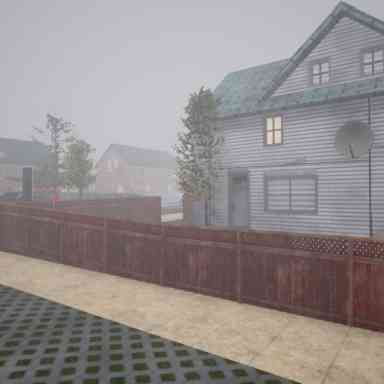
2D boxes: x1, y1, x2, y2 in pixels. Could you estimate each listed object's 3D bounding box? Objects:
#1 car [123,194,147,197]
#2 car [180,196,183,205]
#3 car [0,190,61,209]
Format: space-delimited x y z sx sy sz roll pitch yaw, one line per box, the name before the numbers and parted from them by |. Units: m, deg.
car | -5.332 0.949 29.927 2.128 1.511 4.902 -1 1 36
car | 0.558 0.569 38.117 2.097 1.767 4.553 -1 1 36
car | -11.235 0.922 21.736 2.150 2.045 5.566 -1 1 36
